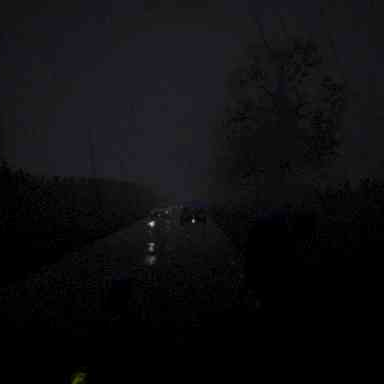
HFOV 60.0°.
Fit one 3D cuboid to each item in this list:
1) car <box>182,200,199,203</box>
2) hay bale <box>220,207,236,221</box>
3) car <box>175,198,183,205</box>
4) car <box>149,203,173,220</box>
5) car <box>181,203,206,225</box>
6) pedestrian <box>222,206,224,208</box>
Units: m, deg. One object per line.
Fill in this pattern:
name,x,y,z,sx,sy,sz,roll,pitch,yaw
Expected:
car,0.103,1.810,41.937,1.882,1.535,5.008,0,-1,0
hay bale,3.129,1.893,28.840,1.220,1.180,1.240,0,0,0
car,-2.750,2.030,72.549,2.128,1.511,4.902,0,0,0
car,-2.848,1.781,31.336,1.812,1.442,4.674,0,0,0
car,0.102,1.819,26.260,1.895,1.301,4.718,0,0,0
pedestrian,2.825,1.824,29.962,0.375,1.300,0.375,0,0,0
